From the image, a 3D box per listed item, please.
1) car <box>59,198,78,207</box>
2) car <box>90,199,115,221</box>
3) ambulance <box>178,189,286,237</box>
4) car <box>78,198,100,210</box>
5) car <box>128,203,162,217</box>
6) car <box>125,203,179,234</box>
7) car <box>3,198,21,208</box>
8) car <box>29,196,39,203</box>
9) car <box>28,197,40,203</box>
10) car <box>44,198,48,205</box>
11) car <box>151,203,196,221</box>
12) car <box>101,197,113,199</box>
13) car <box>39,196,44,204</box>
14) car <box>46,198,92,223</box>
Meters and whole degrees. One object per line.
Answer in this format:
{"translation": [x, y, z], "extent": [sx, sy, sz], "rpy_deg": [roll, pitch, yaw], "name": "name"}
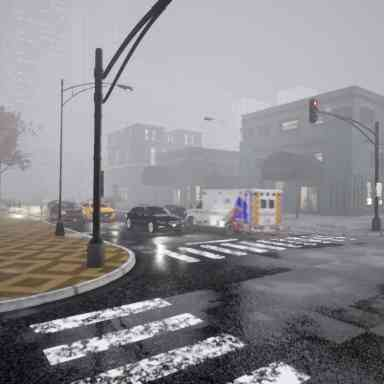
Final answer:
{"translation": [-21.378, 1.776, 57.476], "extent": [1.967, 1.590, 4.097], "rpy_deg": [1, -1, -35], "name": "car"}
{"translation": [-8.147, 1.577, 28.193], "extent": [1.882, 1.535, 5.008], "rpy_deg": [1, -1, -35], "name": "car"}
{"translation": [2.094, 1.123, 18.848], "extent": [2.351, 2.431, 6.366], "rpy_deg": [1, -1, -35], "name": "ambulance"}
{"translation": [-15.019, 1.723, 48.377], "extent": [1.967, 1.590, 4.097], "rpy_deg": [1, -1, -35], "name": "car"}
{"translation": [-4.834, 1.782, 33.796], "extent": [1.802, 1.307, 4.206], "rpy_deg": [1, -1, -35], "name": "car"}
{"translation": [-2.348, 1.557, 19.803], "extent": [1.837, 1.490, 4.892], "rpy_deg": [1, -1, -35], "name": "car"}
{"translation": [-28.171, 1.737, 52.565], "extent": [1.752, 1.417, 4.829], "rpy_deg": [1, -1, -35], "name": "car"}
{"translation": [-37.172, 1.786, 80.299], "extent": [2.192, 1.841, 5.009], "rpy_deg": [1, -1, -35], "name": "car"}
{"translation": [-40.333, 2.049, 84.861], "extent": [2.008, 1.369, 4.403], "rpy_deg": [1, -1, -35], "name": "car"}
{"translation": [-15.534, 1.639, 38.896], "extent": [1.882, 1.535, 5.008], "rpy_deg": [1, -1, -35], "name": "car"}
{"translation": [-1.715, 1.740, 29.290], "extent": [1.947, 1.339, 4.313], "rpy_deg": [1, -1, -35], "name": "car"}
{"translation": [-11.832, 1.572, 43.832], "extent": [2.192, 1.841, 5.009], "rpy_deg": [1, -1, -35], "name": "car"}
{"translation": [-30.952, 1.943, 71.308], "extent": [1.752, 1.417, 4.829], "rpy_deg": [1, -1, -35], "name": "car"}
{"translation": [-9.420, 1.492, 25.246], "extent": [1.967, 1.590, 4.097], "rpy_deg": [1, -1, -35], "name": "car"}
